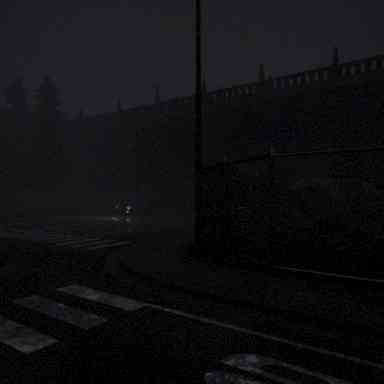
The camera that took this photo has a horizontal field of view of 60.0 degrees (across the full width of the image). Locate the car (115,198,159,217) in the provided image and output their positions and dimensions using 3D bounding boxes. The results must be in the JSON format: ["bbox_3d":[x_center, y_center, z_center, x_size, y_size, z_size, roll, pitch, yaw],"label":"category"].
[{"bbox_3d":[-5.366,1.426,32.705,2.097,1.767,4.553,0,0,35],"label":"car"}]
